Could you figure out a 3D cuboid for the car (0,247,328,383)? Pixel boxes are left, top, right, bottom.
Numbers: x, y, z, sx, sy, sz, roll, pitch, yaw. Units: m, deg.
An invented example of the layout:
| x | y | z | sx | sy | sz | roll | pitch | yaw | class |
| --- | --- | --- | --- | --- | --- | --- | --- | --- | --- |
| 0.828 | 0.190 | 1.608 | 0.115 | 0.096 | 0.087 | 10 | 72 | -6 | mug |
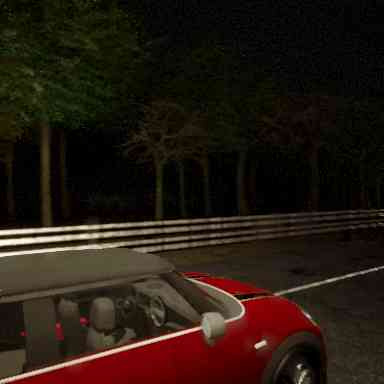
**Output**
| x | y | z | sx | sy | sz | roll | pitch | yaw | class |
| --- | --- | --- | --- | --- | --- | --- | --- | --- | --- |
| -0.748 | 1.348 | 3.161 | 4.553 | 1.767 | 2.097 | 0 | 0 | -35 | car |
